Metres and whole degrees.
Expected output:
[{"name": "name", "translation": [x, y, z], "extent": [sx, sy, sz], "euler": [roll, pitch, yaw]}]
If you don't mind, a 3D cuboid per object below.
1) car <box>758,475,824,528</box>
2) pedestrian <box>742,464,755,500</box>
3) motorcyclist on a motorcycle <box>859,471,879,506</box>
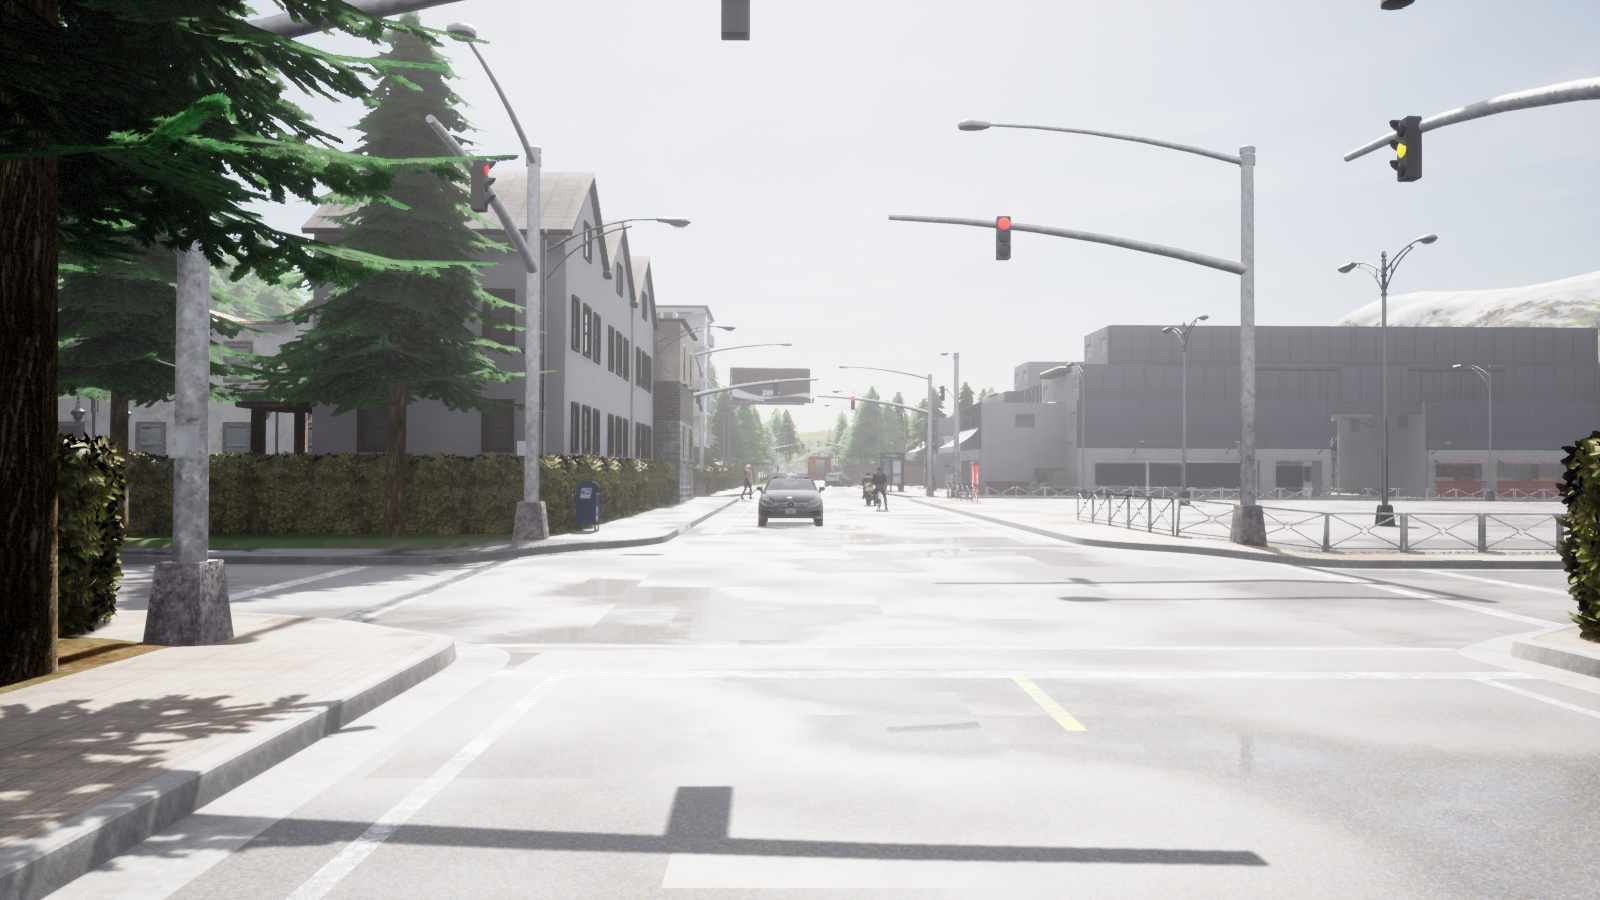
[{"name": "car", "translation": [-0.258, 1.455, 36.731], "extent": [1.812, 1.442, 4.674], "euler": [0, -1, 0]}, {"name": "pedestrian", "translation": [-2.672, 1.665, 64.837], "extent": [0.594, 1.836, 0.345], "euler": [0, -1, -27]}, {"name": "motorcyclist on a motorcycle", "translation": [3.109, 1.733, 56.791], "extent": [0.797, 1.523, 2.044], "euler": [0, -1, 0]}]
